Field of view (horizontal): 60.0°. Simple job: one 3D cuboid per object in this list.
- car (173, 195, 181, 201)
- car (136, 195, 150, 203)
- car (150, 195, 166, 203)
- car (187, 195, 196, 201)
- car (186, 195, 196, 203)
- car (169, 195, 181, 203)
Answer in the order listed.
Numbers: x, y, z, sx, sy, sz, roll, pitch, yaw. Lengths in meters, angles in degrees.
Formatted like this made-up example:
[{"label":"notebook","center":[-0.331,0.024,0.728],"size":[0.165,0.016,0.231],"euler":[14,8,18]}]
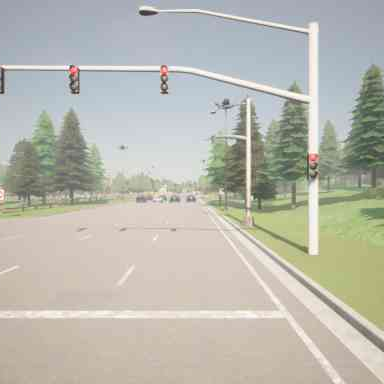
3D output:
[{"label":"car","center":[-3.661,1.356,80.775],"size":[1.812,1.442,4.674],"euler":[0,0,0]},{"label":"car","center":[-10.640,1.492,70.341],"size":[1.837,1.490,4.892],"euler":[0,0,0]},{"label":"car","center":[-7.141,1.587,70.795],"size":[1.895,1.301,4.718],"euler":[0,0,0]},{"label":"car","center":[-0.161,1.385,80.782],"size":[1.994,1.385,4.181],"euler":[0,0,0]},{"label":"car","center":[-0.141,1.346,70.716],"size":[2.097,1.767,4.553],"euler":[0,0,0]},{"label":"car","center":[-3.641,1.347,70.742],"size":[2.097,1.767,4.553],"euler":[0,0,0]}]
